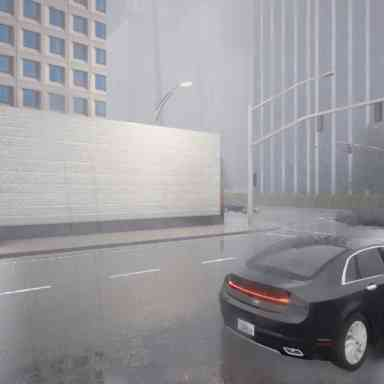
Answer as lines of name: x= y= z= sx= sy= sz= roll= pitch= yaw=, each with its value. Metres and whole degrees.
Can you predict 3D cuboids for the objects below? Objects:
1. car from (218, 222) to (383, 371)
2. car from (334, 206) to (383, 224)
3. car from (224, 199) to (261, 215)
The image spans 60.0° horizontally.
car: x=2.682 y=1.505 z=5.713 sx=4.892 sy=1.490 sz=1.837 roll=0 pitch=0 yaw=-35
car: x=11.601 y=1.574 z=20.471 sx=2.033 sy=1.411 sz=5.357 roll=0 pitch=0 yaw=-36
car: x=5.189 y=1.545 z=35.422 sx=2.128 sy=1.511 sz=4.902 roll=0 pitch=0 yaw=-36
